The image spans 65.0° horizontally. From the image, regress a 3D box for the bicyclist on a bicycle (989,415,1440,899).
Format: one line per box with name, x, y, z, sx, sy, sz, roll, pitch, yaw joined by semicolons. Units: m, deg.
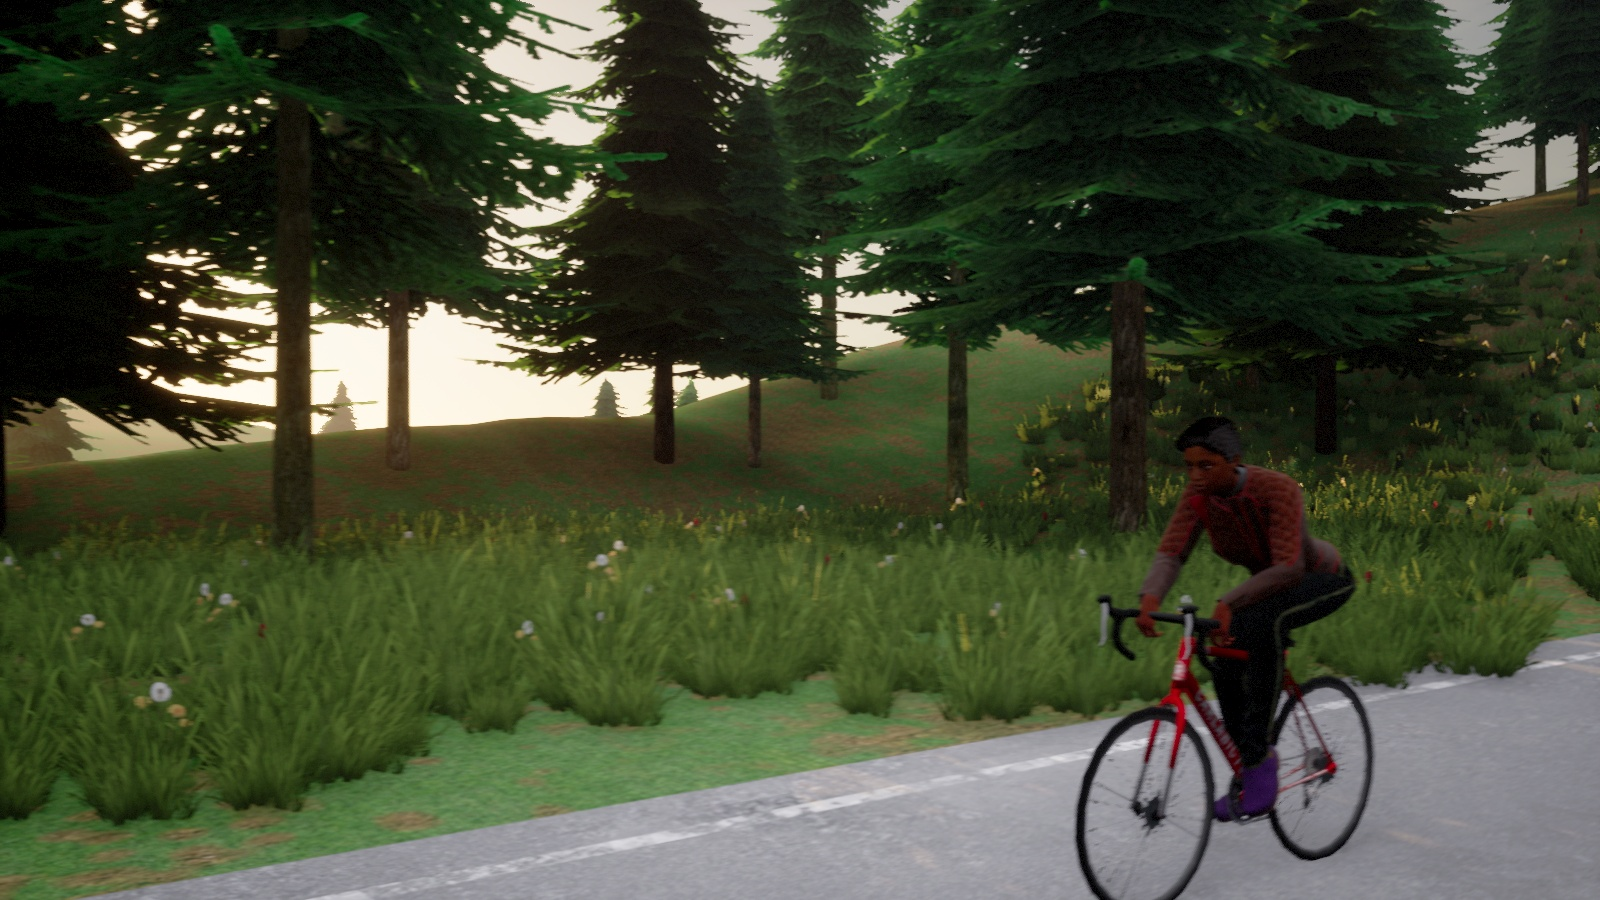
bicyclist on a bicycle;1.466;0.705;4.312;1.656;1.620;0.582;0;0;-35
